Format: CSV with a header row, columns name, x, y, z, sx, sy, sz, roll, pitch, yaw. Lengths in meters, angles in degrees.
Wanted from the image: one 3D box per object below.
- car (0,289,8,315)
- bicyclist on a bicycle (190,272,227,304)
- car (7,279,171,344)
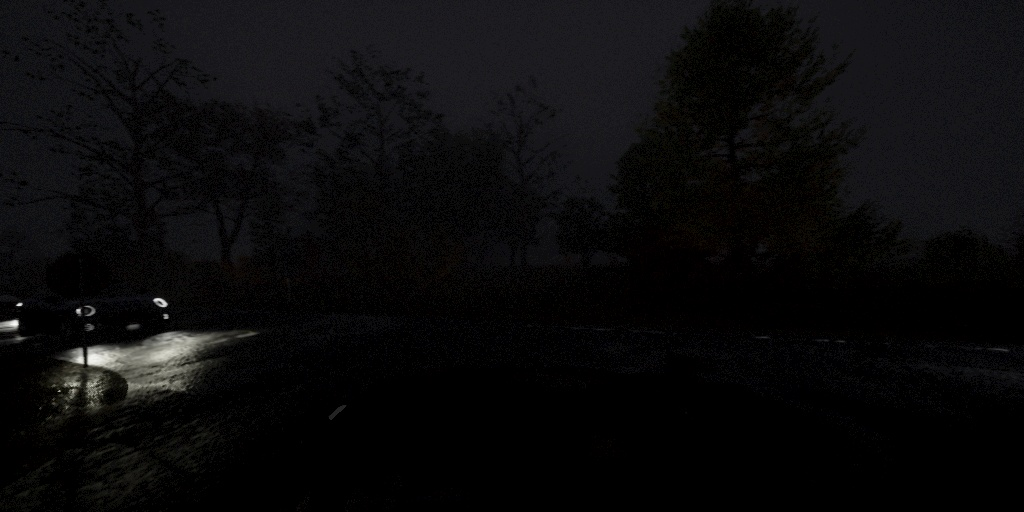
name,x,y,z,sx,sy,sz,roll,pitch,yaw
car,-23.445,2.034,15.508,5.357,1.411,2.033,-2,1,22
bicyclist on a bicycle,-15.974,1.683,18.899,0.582,1.620,1.656,-2,0,22
car,-13.044,1.529,11.220,4.553,1.767,2.097,-2,1,22
